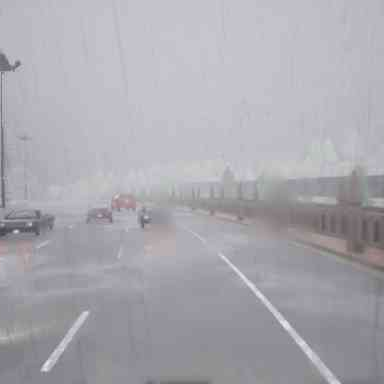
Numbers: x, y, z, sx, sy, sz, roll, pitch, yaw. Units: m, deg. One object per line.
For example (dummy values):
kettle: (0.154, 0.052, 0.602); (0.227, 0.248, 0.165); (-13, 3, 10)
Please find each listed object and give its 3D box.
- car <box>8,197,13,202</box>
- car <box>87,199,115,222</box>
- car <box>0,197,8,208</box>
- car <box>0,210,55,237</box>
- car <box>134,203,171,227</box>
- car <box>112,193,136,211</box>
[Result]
car: (-44.904, 1.824, 81.502); (1.994, 1.385, 4.181); (-1, 0, -27)
car: (-7.225, 1.515, 26.099); (1.812, 1.442, 4.674); (0, 0, -15)
car: (-25.998, 1.629, 44.396); (1.812, 1.442, 4.674); (-1, 0, -27)
car: (-8.909, 1.615, 18.255); (1.895, 1.301, 4.718); (0, 0, -11)
car: (-2.654, 1.569, 22.385); (1.895, 1.301, 4.718); (0, 0, -13)
car: (-8.238, 1.186, 39.823); (2.150, 2.045, 5.566); (0, 0, -22)
